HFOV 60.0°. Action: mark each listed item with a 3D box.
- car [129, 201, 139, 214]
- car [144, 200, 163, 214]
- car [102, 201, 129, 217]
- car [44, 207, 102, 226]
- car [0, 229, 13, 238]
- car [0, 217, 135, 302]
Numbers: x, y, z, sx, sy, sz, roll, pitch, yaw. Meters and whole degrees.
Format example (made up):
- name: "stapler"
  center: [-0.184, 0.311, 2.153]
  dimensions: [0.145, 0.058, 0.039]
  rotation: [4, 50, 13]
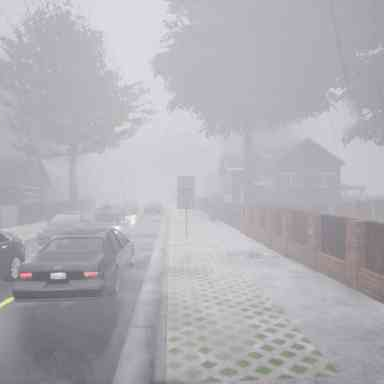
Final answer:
- name: "car"
  center: [-7.472, 1.848, 40.059]
  dimensions: [2.128, 1.511, 4.902]
  rotation: [-1, 0, -3]
- name: "car"
  center: [-4.565, 1.924, 39.055]
  dimensions: [1.895, 1.301, 4.718]
  rotation: [-1, 0, -3]
- name: "car"
  center: [-6.710, 1.743, 27.529]
  dimensions: [1.882, 1.535, 5.008]
  rotation: [-1, -1, -4]
- name: "car"
  center: [-5.993, 1.693, 16.431]
  dimensions: [1.812, 1.442, 4.674]
  rotation: [-1, 0, -4]
- name: "car"
  center: [-5.471, 1.591, 7.296]
  dimensions: [1.837, 1.490, 4.892]
  rotation: [-1, 0, -1]
- name: "car"
  center: [-2.636, 1.618, 8.650]
  dimensions: [2.033, 1.411, 5.357]
  rotation: [-1, 0, -4]
